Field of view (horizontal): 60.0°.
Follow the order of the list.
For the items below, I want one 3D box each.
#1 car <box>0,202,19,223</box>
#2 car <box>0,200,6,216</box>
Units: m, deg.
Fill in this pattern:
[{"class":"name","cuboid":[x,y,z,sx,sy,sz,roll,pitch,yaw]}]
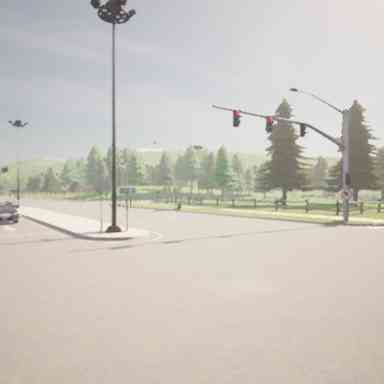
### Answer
[{"class":"car","cuboid":[-13.936,1.488,24.362,2.128,1.511,4.902,0,0,-35]},{"class":"car","cuboid":[-19.724,1.543,32.715,2.033,1.411,5.357,0,0,-35]}]
